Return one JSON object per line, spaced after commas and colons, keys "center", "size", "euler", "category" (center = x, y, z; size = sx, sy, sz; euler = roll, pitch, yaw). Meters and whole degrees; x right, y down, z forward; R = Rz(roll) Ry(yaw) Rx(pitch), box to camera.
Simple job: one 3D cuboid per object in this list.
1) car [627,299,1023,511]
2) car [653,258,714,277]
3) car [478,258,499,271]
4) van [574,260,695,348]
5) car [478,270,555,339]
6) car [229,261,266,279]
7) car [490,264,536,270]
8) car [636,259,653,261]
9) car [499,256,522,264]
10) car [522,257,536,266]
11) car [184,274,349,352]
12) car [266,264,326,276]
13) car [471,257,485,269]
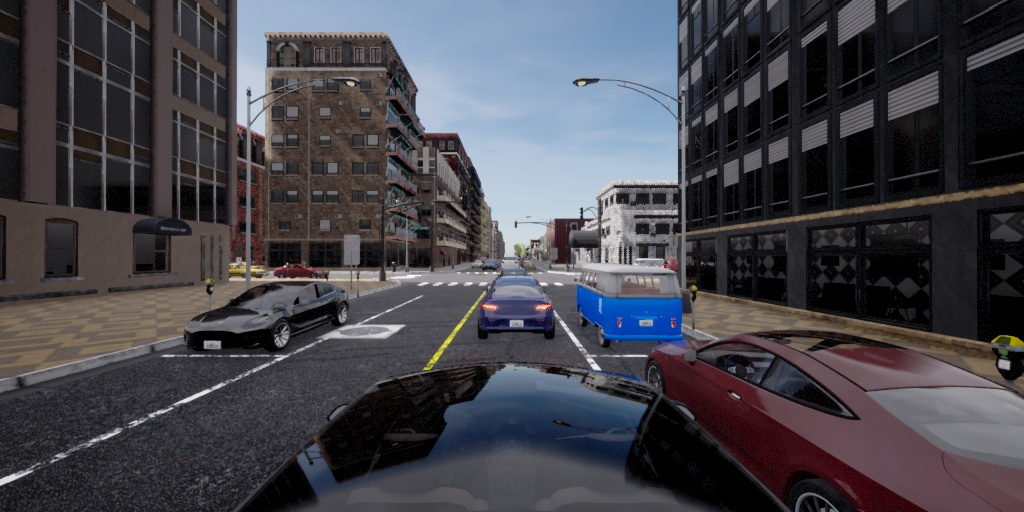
{"center": [2.657, 1.332, 3.270], "size": [1.802, 1.307, 4.207], "euler": [0, 0, 0], "category": "car"}
{"center": [14.921, 1.107, 29.843], "size": [5.009, 1.841, 2.192], "euler": [0, 0, 0], "category": "car"}
{"center": [-3.058, 1.329, 50.592], "size": [2.033, 1.411, 5.357], "euler": [0, 0, 3], "category": "car"}
{"center": [2.657, 1.092, 8.959], "size": [1.690, 1.789, 3.998], "euler": [0, 0, 0], "category": "van"}
{"center": [0.101, 1.277, 9.959], "size": [1.812, 1.442, 4.674], "euler": [0, 0, 0], "category": "car"}
{"center": [-22.958, 1.216, 29.755], "size": [4.829, 1.417, 1.751], "euler": [0, 0, 0], "category": "car"}
{"center": [0.093, 1.318, 18.411], "size": [1.994, 1.385, 4.181], "euler": [0, 0, 0], "category": "car"}
{"center": [13.978, 1.310, 35.633], "size": [4.902, 1.511, 2.128], "euler": [0, 0, 0], "category": "car"}
{"center": [-0.134, 1.000, 48.417], "size": [2.150, 2.045, 5.566], "euler": [0, 0, 2], "category": "car"}
{"center": [2.694, 1.311, 53.915], "size": [1.751, 1.417, 4.829], "euler": [0, 0, 0], "category": "car"}
{"center": [-5.690, 1.317, 8.986], "size": [1.948, 1.339, 4.313], "euler": [0, 0, 0], "category": "car"}
{"center": [-17.465, 1.284, 29.768], "size": [4.207, 1.307, 1.802], "euler": [0, 0, 0], "category": "car"}
{"center": [-5.687, 1.318, 59.114], "size": [1.751, 1.417, 4.829], "euler": [0, 0, 0], "category": "car"}
